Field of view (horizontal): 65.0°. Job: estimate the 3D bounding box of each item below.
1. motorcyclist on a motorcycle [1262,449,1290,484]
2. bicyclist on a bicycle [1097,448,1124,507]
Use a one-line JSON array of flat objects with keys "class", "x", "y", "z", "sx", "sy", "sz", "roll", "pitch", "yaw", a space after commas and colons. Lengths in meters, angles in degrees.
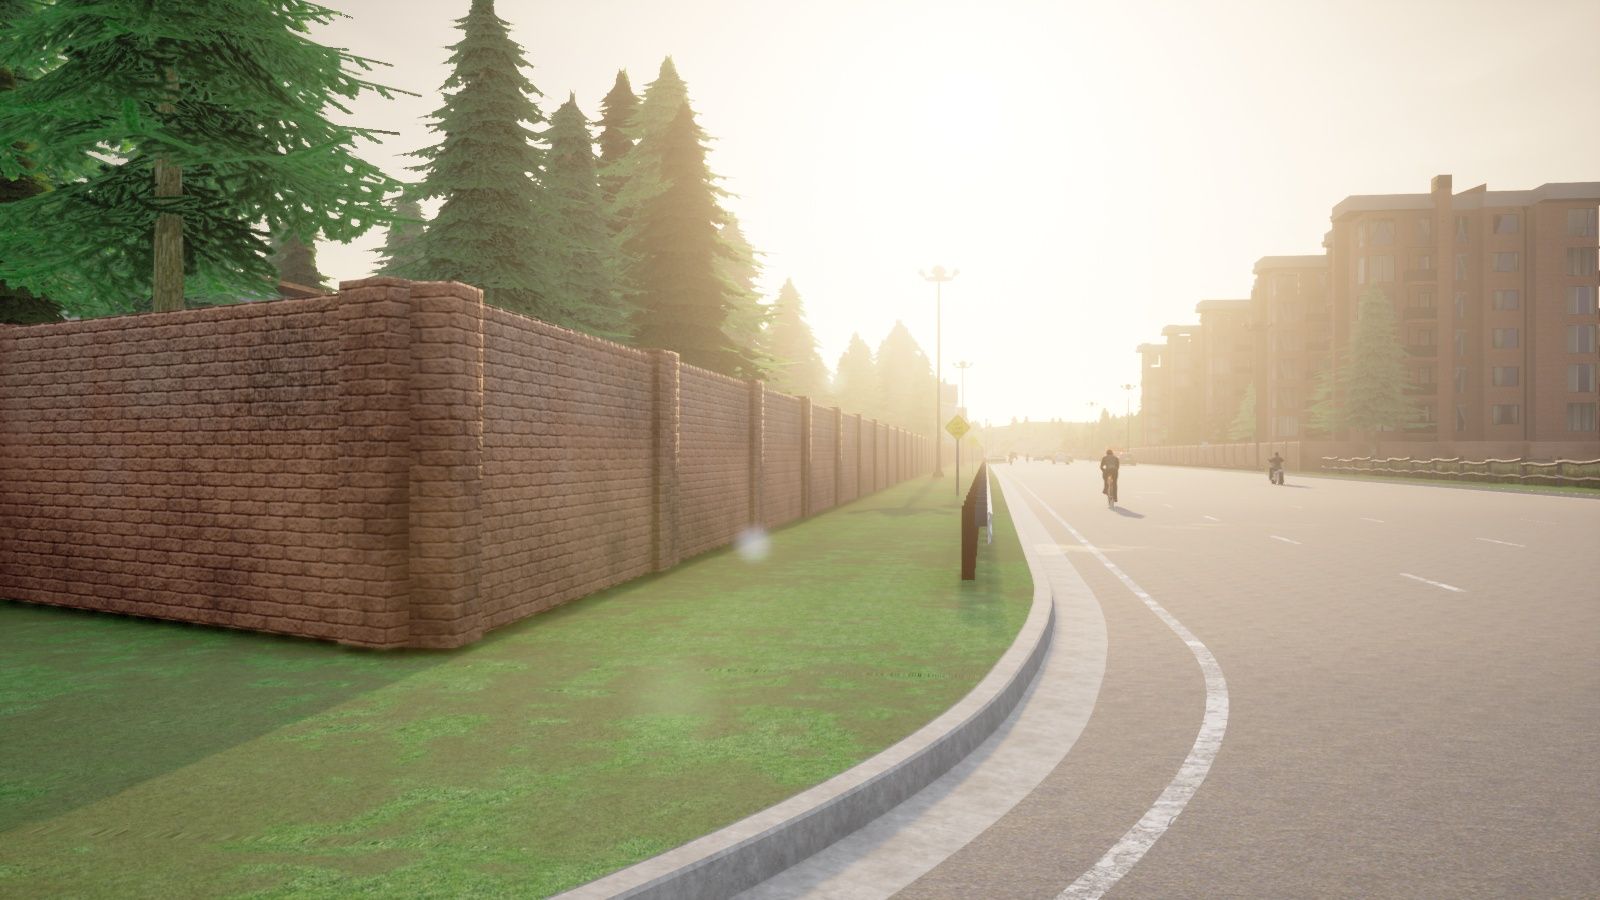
[{"class": "motorcyclist on a motorcycle", "x": 23.244, "y": 0.797, "z": 61.357, "sx": 0.766, "sy": 1.649, "sz": 2.350, "roll": 0, "pitch": 0, "yaw": 9}, {"class": "bicyclist on a bicycle", "x": 8.689, "y": 0.766, "z": 35.191, "sx": 0.582, "sy": 1.620, "sz": 1.656, "roll": 0, "pitch": 0, "yaw": 9}]
